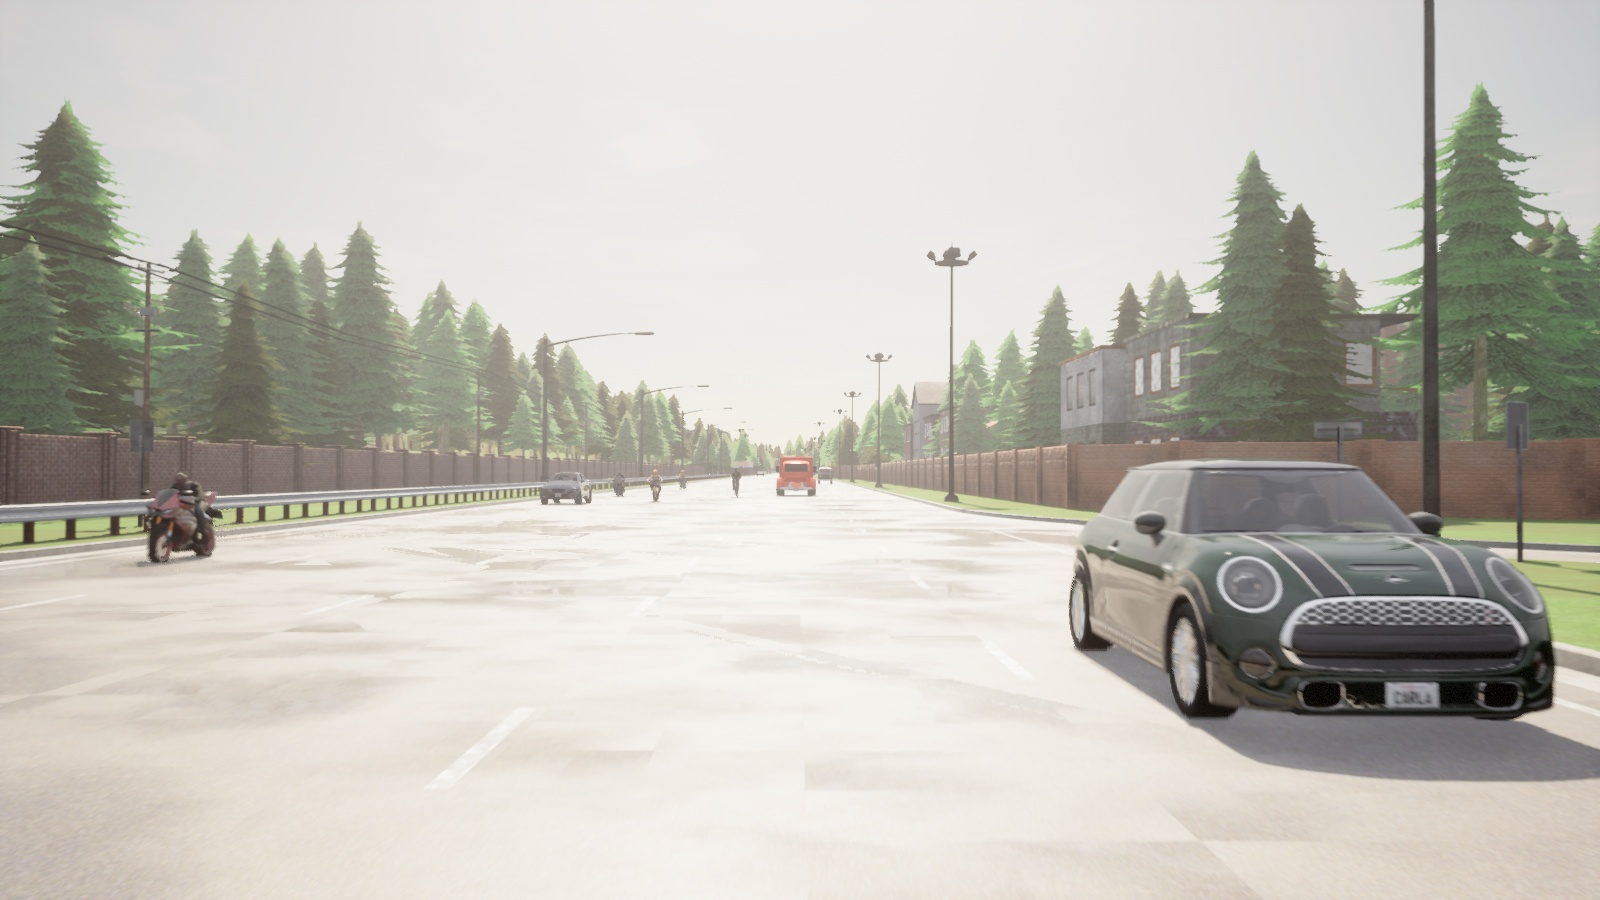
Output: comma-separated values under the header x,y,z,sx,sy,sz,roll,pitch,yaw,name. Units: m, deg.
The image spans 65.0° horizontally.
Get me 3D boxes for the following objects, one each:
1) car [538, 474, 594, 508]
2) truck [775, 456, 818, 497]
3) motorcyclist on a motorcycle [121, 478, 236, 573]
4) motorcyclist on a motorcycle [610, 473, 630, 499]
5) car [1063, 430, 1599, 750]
x,y,z,sx,sy,sz,roll,pitch,yaw,name
-10.659,1.831,57.483,1.816,1.474,4.193,0,-1,0,car
-0.221,1.654,79.290,2.627,2.467,5.204,0,-1,0,truck
-10.560,1.250,21.440,0.866,1.530,2.191,0,-1,0,motorcyclist on a motorcycle
-10.704,2.139,74.637,0.866,1.530,2.191,0,-1,0,motorcyclist on a motorcycle
3.473,0.814,9.257,2.097,1.767,4.553,0,-1,0,car
